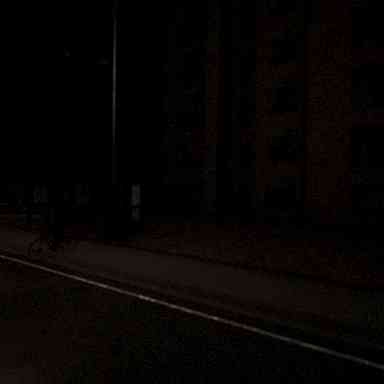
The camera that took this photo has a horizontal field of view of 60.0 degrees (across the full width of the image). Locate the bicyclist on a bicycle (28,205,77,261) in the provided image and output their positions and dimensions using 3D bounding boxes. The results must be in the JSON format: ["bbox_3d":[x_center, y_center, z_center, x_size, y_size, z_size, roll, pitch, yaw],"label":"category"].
[{"bbox_3d":[-4.318,1.194,10.271,0.582,1.620,1.656,1,10,37],"label":"bicyclist on a bicycle"}]
